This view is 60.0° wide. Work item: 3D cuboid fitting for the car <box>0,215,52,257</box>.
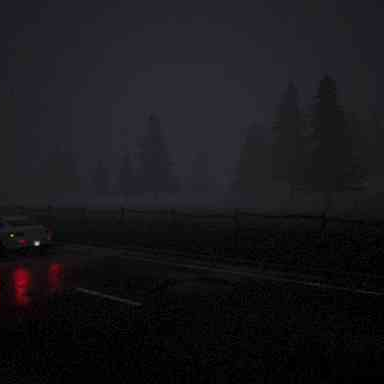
[{"bbox_3d":[-7.579,1.678,13.604,4.674,1.442,1.812,0,0,36],"label":"car"}]
